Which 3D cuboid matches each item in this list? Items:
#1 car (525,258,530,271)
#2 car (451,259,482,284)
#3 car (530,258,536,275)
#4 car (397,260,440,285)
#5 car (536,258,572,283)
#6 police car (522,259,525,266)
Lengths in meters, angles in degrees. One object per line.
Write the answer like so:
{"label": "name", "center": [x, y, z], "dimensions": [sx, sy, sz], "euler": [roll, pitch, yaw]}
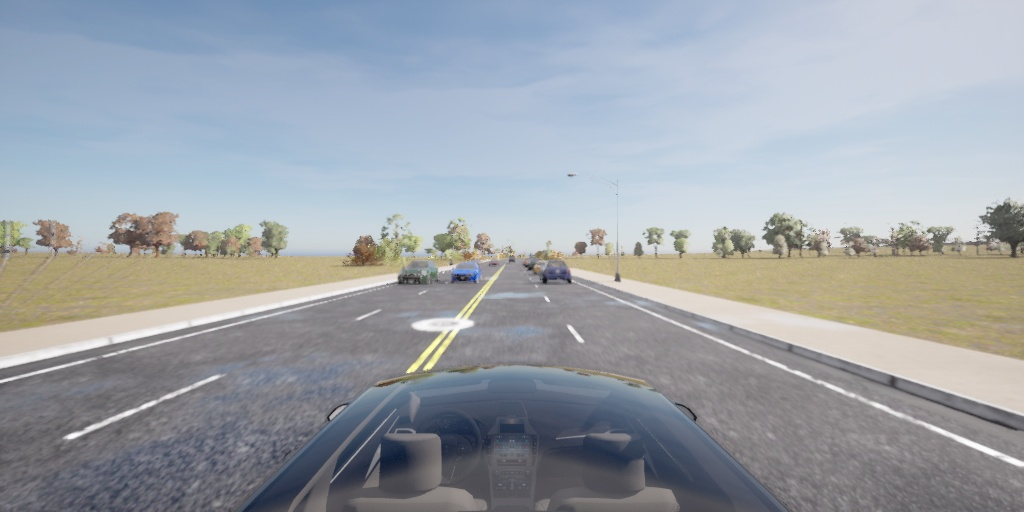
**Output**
{"label": "car", "center": [3.251, 1.099, 49.554], "dimensions": [2.097, 1.767, 4.553], "euler": [0, 0, 0]}
{"label": "car", "center": [-3.339, 1.228, 26.808], "dimensions": [1.882, 1.535, 5.008], "euler": [0, 0, 0]}
{"label": "car", "center": [3.251, 1.205, 38.774], "dimensions": [1.801, 1.575, 5.366], "euler": [0, 0, 0]}
{"label": "car", "center": [-6.587, 1.102, 25.660], "dimensions": [2.097, 1.767, 4.553], "euler": [0, 0, 0]}
{"label": "car", "center": [3.251, 1.102, 27.554], "dimensions": [2.097, 1.767, 4.553], "euler": [0, 0, 0]}
{"label": "police car", "center": [3.252, 1.249, 60.584], "dimensions": [2.038, 1.542, 4.974], "euler": [0, 0, 0]}
